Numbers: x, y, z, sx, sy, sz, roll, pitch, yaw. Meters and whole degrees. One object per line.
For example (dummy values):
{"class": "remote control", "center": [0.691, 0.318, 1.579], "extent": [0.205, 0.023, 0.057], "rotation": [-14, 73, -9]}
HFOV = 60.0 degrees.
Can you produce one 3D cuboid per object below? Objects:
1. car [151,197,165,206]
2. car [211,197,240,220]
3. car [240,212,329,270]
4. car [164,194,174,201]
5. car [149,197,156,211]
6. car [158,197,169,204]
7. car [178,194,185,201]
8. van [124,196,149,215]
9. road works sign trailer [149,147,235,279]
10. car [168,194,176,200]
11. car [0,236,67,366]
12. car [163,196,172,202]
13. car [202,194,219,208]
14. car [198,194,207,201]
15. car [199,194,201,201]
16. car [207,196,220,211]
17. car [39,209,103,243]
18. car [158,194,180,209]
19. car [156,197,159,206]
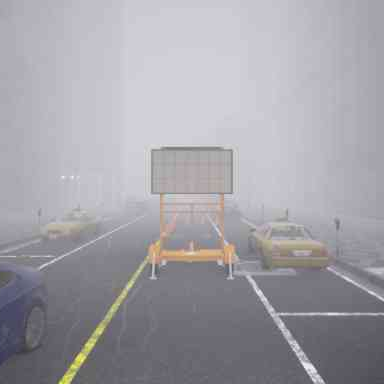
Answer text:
{"class": "car", "center": [-5.666, 1.572, 55.776], "extent": [1.887, 1.381, 4.507], "rotation": [0, 0, 0]}
{"class": "car", "center": [2.859, 1.430, 27.567], "extent": [1.967, 1.590, 4.097], "rotation": [0, 0, 0]}
{"class": "car", "center": [2.866, 1.520, 10.851], "extent": [1.752, 1.417, 4.829], "rotation": [0, 0, 1]}
{"class": "car", "center": [-5.667, 1.410, 83.970], "extent": [2.192, 1.841, 5.009], "rotation": [0, 0, 0]}
{"class": "car", "center": [-5.666, 1.564, 38.860], "extent": [1.947, 1.339, 4.313], "rotation": [0, 0, 0]}
{"class": "car", "center": [-5.666, 1.631, 67.055], "extent": [1.802, 1.307, 4.206], "rotation": [0, 0, 0]}
{"class": "car", "center": [-2.998, 1.722, 89.934], "extent": [1.895, 1.301, 4.718], "rotation": [0, 0, 0]}
{"class": "van", "center": [-5.665, 1.334, 33.221], "extent": [1.690, 1.788, 3.998], "rotation": [0, 0, 0]}
{"class": "road works sign trailer", "center": [0.000, 0.460, 9.960], "extent": [2.380, 3.560, 2.880], "rotation": [0, 0, 0]}
{"class": "car", "center": [-5.667, 1.455, 95.249], "extent": [2.192, 1.841, 5.009], "rotation": [0, 0, 0]}
{"class": "car", "center": [-3.101, 1.525, 3.399], "extent": [1.812, 1.442, 4.674], "rotation": [0, 0, 0]}
{"class": "car", "center": [-5.667, 1.600, 78.162], "extent": [1.752, 1.417, 4.829], "rotation": [0, 0, 0]}
{"class": "car", "center": [2.859, 1.322, 44.485], "extent": [2.192, 1.841, 5.009], "rotation": [0, 0, 0]}
{"class": "car", "center": [2.858, 1.433, 89.601], "extent": [2.192, 1.841, 5.009], "rotation": [0, 0, 0]}
{"class": "car", "center": [2.859, 1.478, 61.403], "extent": [1.967, 1.590, 4.097], "rotation": [0, 0, 0]}
{"class": "car", "center": [2.860, 1.433, 33.205], "extent": [1.967, 1.590, 4.097], "rotation": [0, 0, 0]}
{"class": "car", "center": [-5.667, 1.519, 16.096], "extent": [1.752, 1.417, 4.829], "rotation": [0, 0, 1]}
{"class": "car", "center": [-3.098, 1.486, 45.584], "extent": [1.882, 1.535, 5.008], "rotation": [0, 0, 0]}
{"class": "car", "center": [-5.666, 1.457, 50.138], "extent": [1.967, 1.590, 4.097], "rotation": [0, 0, 0]}
